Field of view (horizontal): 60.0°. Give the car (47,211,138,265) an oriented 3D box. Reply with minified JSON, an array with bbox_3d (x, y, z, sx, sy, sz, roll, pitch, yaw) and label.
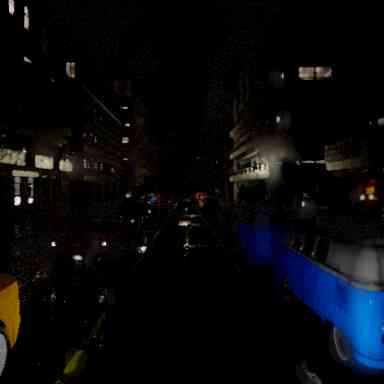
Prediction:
[{"bbox_3d":[-3.303,1.570,11.732,1.895,1.301,4.718,0,0,-1],"label":"car"}]

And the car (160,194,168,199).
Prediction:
[{"bbox_3d":[-7.476,1.282,89.334,1.802,1.307,4.206,-1,0,-1],"label":"car"}]

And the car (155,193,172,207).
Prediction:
[{"bbox_3d":[-3.968,1.354,49.449,1.882,1.535,5.008,0,0,-1],"label":"car"}]

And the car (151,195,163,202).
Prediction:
[{"bbox_3d":[-7.030,1.330,66.930,2.008,1.369,4.403,-1,0,-1],"label":"car"}]

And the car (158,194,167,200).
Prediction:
[{"bbox_3d":[-7.363,1.302,83.733,1.802,1.307,4.206,-1,0,-1],"label":"car"}]

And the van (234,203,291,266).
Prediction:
[{"bbox_3d":[2.488,1.288,11.061,1.690,1.788,3.998,-1,0,-1],"label":"van"}]

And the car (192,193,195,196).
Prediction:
[{"bbox_3d":[-0.839,1.330,47.999,1.837,1.490,4.892,0,1,-1],"label":"car"}]

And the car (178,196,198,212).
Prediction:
[{"bbox_3d":[-0.606,1.465,36.659,1.895,1.301,4.718,0,0,-1],"label":"car"}]

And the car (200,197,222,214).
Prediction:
[{"bbox_3d":[2.038,1.447,33.466,1.802,1.307,4.206,-1,0,-1],"label":"car"}]

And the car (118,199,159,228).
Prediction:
[{"bbox_3d":[-3.497,1.437,21.816,1.837,1.490,4.892,0,0,-1],"label":"car"}]

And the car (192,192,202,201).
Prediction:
[{"bbox_3d":[1.125,1.018,78.272,2.192,1.841,5.009,-1,0,-1],"label":"car"}]

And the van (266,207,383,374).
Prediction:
[{"bbox_3d":[2.601,1.309,5.460,1.690,1.788,3.998,-1,0,-1],"label":"van"}]

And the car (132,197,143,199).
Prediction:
[{"bbox_3d":[-6.308,1.483,33.326,1.802,1.307,4.206,-1,0,-1],"label":"car"}]

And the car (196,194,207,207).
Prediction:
[{"bbox_3d":[1.807,1.349,44.838,1.752,1.417,4.829,-1,0,-1],"label":"car"}]

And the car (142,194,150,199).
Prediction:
[{"bbox_3d":[-6.424,1.321,38.926,1.967,1.590,4.097,-1,0,-1],"label":"car"}]

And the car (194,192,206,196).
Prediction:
[{"bbox_3d":[1.579,1.099,55.869,2.192,1.841,5.009,-1,0,-1],"label":"car"}]

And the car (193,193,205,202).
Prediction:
[{"bbox_3d":[1.352,1.058,67.071,2.192,1.841,5.009,-1,0,-1],"label":"car"}]

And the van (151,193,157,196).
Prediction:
[{"bbox_3d":[-6.653,1.181,50.127,1.690,1.788,3.998,-1,0,-1],"label":"van"}]

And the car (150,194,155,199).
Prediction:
[{"bbox_3d":[-6.535,1.411,44.527,2.008,1.369,4.403,-1,0,-1],"label":"car"}]

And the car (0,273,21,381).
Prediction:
[{"bbox_3d":[-3.115,1.482,2.300,1.882,1.535,5.008,0,0,-2],"label":"car"}]
